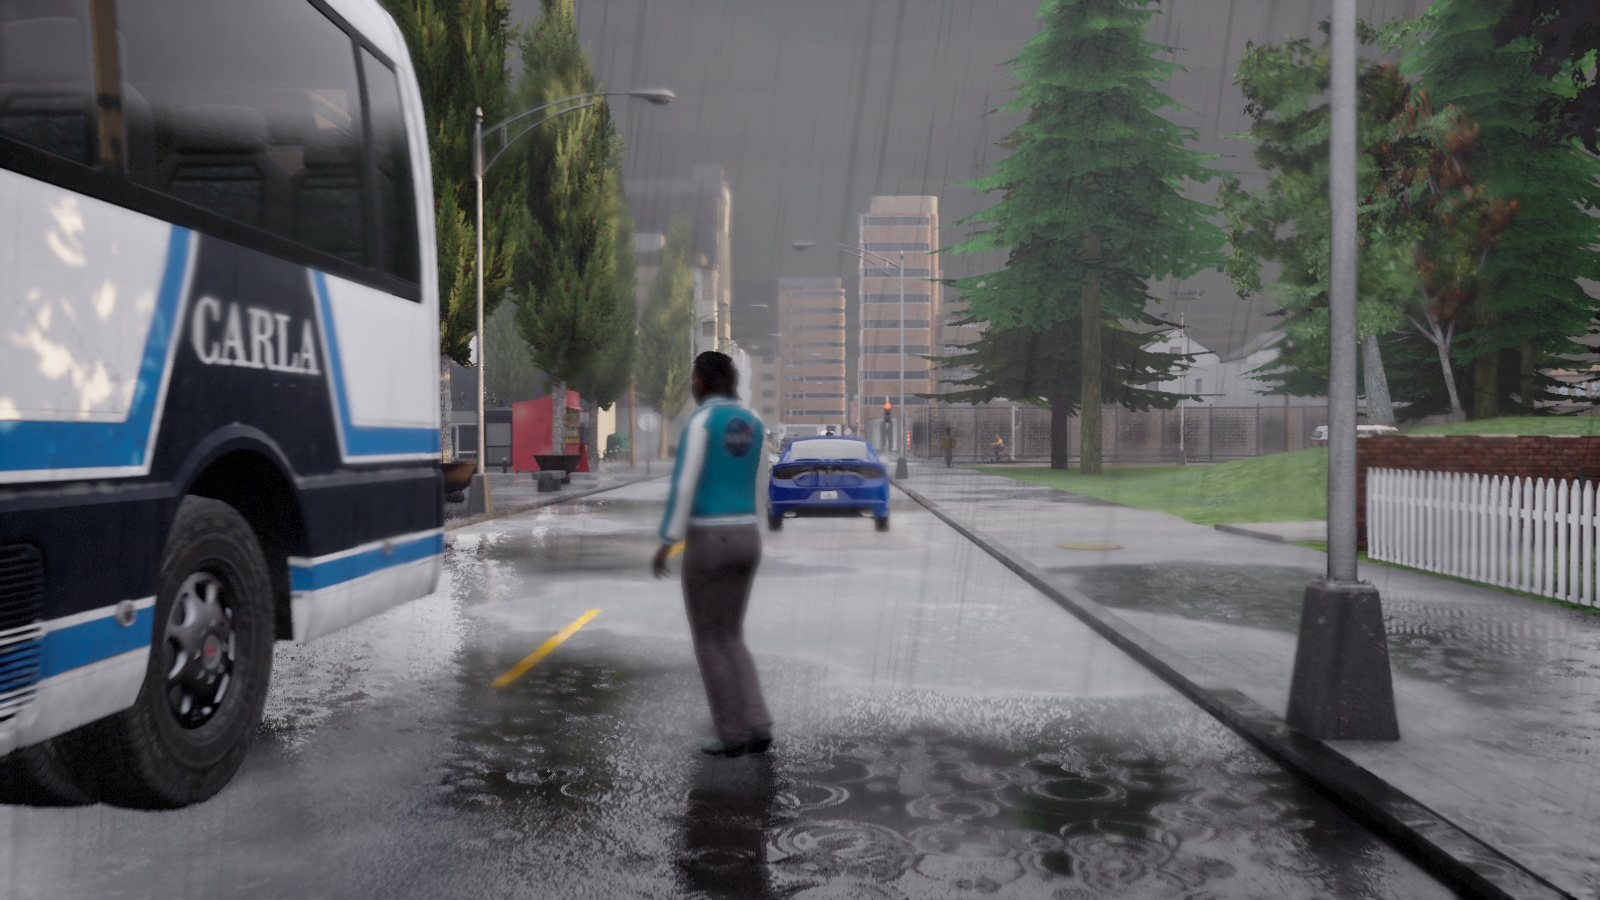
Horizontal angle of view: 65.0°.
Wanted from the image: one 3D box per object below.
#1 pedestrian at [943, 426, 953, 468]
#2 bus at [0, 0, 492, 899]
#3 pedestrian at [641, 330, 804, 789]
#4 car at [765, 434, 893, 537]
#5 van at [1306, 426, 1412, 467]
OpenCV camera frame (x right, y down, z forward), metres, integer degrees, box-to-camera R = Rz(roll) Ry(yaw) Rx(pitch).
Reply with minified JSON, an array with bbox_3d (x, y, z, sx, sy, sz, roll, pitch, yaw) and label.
[{"bbox_3d":[6.512,-0.131,55.302,0.431,1.840,0.709,0,1,7],"label":"pedestrian"},{"bbox_3d":[-3.928,-0.659,2.401,3.944,4.253,10.273,0,1,1],"label":"bus"},{"bbox_3d":[-0.359,0.456,5.668,0.396,1.930,0.692,0,1,-40],"label":"pedestrian"},{"bbox_3d":[0.485,0.498,21.092,1.882,1.535,5.008,0,1,1],"label":"car"},{"bbox_3d":[28.411,-0.197,63.943,4.480,2.038,2.069,0,1,1],"label":"van"}]
